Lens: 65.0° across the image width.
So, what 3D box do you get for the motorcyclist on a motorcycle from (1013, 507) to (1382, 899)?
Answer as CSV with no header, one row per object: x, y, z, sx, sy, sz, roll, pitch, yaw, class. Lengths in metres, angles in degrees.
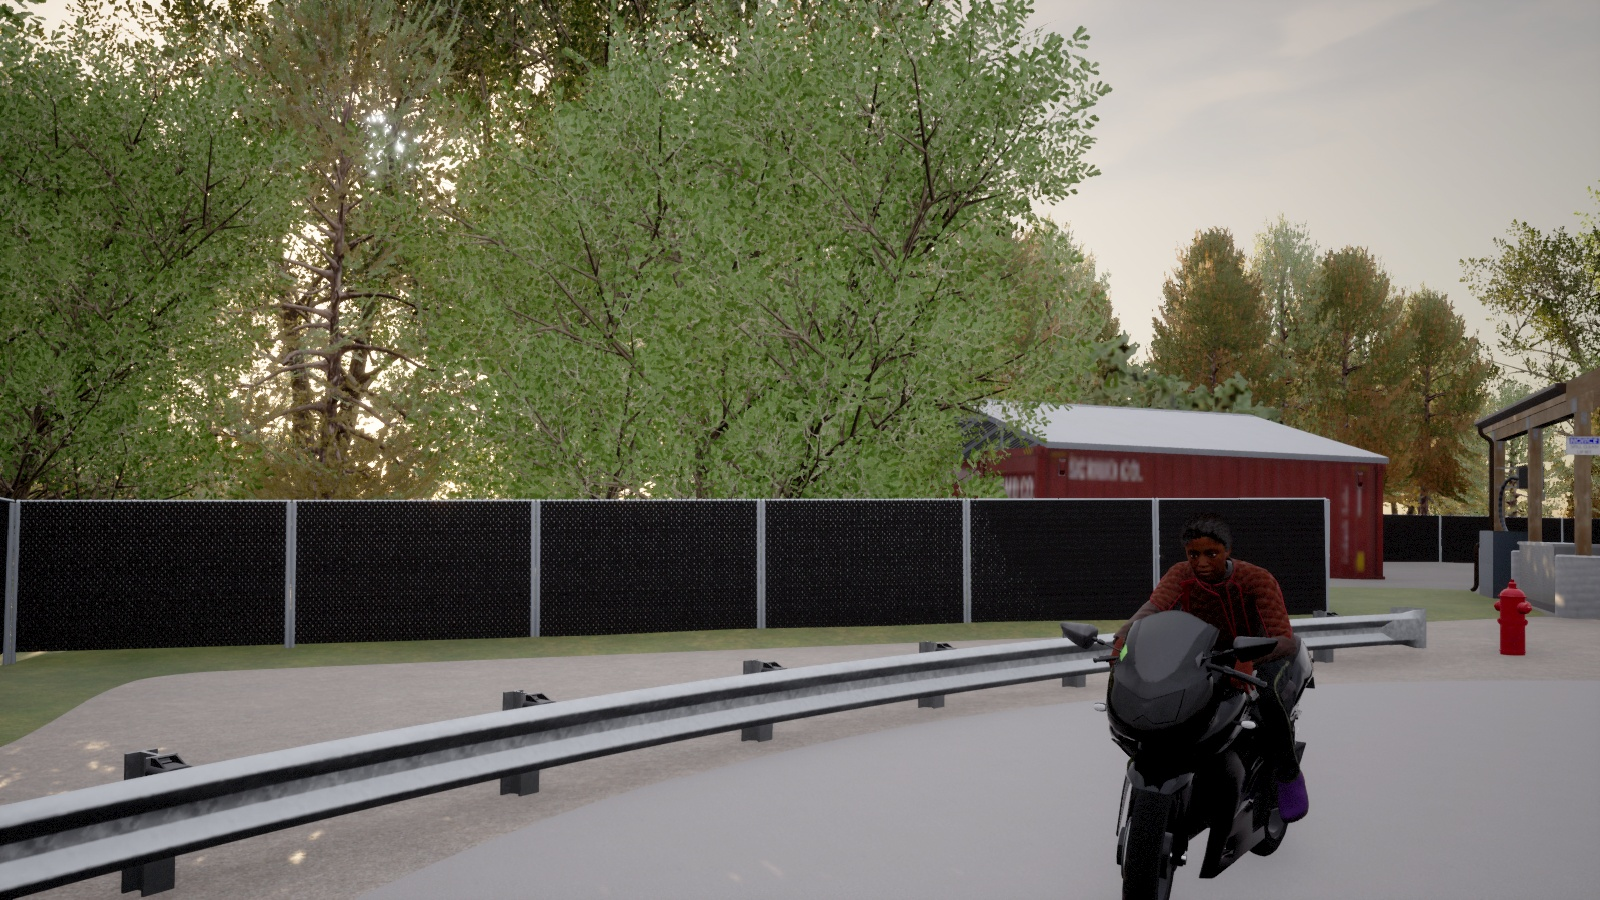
1.674,0.996,5.020,0.797,1.523,2.044,-1,-3,36,motorcyclist on a motorcycle
